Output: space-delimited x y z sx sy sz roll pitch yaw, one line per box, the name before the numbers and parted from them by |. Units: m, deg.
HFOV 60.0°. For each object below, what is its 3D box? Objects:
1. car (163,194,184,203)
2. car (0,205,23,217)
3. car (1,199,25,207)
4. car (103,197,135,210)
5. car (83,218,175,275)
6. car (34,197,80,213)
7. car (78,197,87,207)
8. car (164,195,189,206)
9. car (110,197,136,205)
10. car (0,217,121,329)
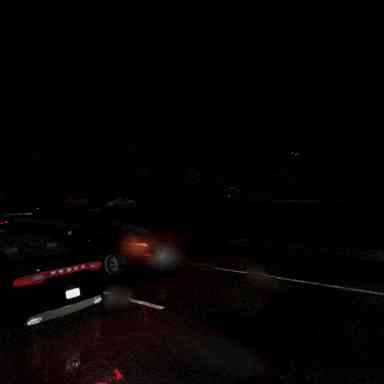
car | -3.823 1.352 69.580 2.097 1.767 4.553 0 0 36
car | -10.112 1.505 15.485 4.892 1.490 1.837 0 0 36
car | -23.940 1.601 42.207 1.895 1.301 4.718 0 0 36
car | -9.545 1.526 44.089 1.812 1.442 4.674 0 0 36
car | -2.637 1.526 10.155 4.674 1.442 1.812 0 0 35
car | -15.059 1.564 36.559 1.994 1.385 4.181 0 0 36
car | -18.210 1.477 50.048 1.882 1.535 5.008 0 0 36
car | -2.268 1.564 54.062 1.994 1.385 4.181 0 0 36
car | -12.049 1.564 58.469 1.994 1.385 4.181 0 0 36
car | -3.930 1.478 6.786 5.008 1.535 1.882 0 0 35
